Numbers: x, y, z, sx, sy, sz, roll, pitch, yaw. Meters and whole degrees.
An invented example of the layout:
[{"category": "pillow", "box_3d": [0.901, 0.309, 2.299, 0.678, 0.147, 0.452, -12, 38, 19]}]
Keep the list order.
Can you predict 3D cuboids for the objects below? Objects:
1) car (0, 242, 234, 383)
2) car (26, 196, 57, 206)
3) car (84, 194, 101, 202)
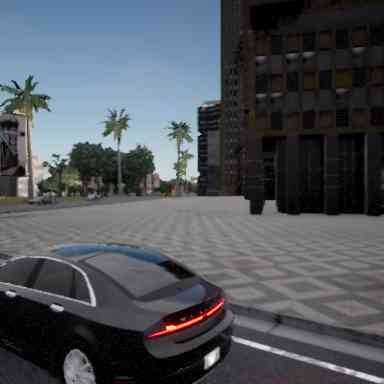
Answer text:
[{"category": "car", "box_3d": [-1.763, 1.514, 4.941, 4.892, 1.490, 1.837, 0, 0, 35]}, {"category": "car", "box_3d": [-23.834, 1.400, 53.011, 2.033, 1.411, 5.357, 0, 0, 13]}, {"category": "car", "box_3d": [-20.538, 1.245, 68.956, 1.812, 1.442, 4.674, 0, 0, 10]}]
